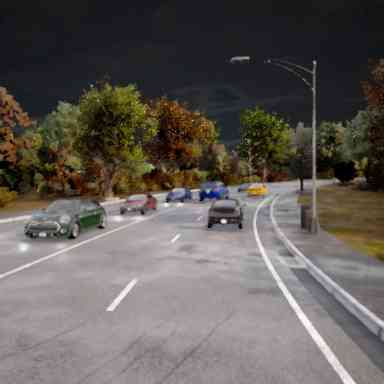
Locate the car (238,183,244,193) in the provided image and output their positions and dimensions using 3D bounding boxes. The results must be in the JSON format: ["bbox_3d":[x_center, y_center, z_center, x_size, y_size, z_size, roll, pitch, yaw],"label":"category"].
[{"bbox_3d":[8.202,-0.673,49.264,1.994,1.385,4.181,0,3,26],"label":"car"}]

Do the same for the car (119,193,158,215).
[{"bbox_3d":[-3.979,0.832,25.601,1.812,1.442,4.674,0,3,11],"label":"car"}]

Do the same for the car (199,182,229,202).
[{"bbox_3d":[2.379,-0.085,34.820,2.150,2.045,5.566,0,3,18],"label":"car"}]

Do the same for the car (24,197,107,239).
[{"bbox_3d":[-5.762,1.078,15.723,2.097,1.767,4.553,0,2,8],"label":"car"}]

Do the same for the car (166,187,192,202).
[{"bbox_3d":[-1.293,0.250,35.451,1.812,1.442,4.674,0,3,16],"label":"car"}]

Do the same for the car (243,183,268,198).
[{"bbox_3d":[7.915,-0.221,39.862,1.882,1.535,5.008,0,4,21],"label":"car"}]

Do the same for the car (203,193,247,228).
[{"bbox_3d":[1.996,1.088,18.836,1.837,1.490,4.892,0,3,10],"label":"car"}]
